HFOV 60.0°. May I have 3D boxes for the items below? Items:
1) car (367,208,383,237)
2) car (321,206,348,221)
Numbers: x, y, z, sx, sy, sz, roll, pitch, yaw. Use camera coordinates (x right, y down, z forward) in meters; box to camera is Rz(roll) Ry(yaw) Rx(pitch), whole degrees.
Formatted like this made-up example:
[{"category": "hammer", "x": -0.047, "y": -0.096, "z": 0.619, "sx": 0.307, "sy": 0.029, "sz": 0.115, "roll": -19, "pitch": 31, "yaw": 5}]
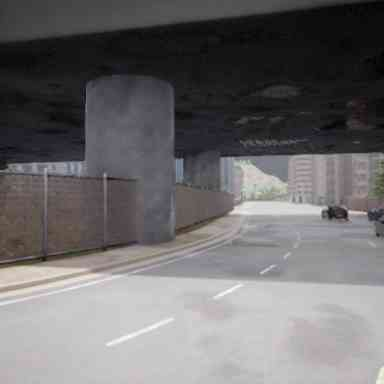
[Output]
[{"category": "car", "x": 11.152, "y": 1.843, "z": 17.895, "sx": 2.128, "sy": 1.511, "sz": 4.902, "roll": -1, "pitch": -1, "yaw": 18}, {"category": "car", "x": 15.004, "y": 2.202, "z": 35.128, "sx": 1.882, "sy": 1.535, "sz": 5.008, "roll": -1, "pitch": -1, "yaw": 11}]
